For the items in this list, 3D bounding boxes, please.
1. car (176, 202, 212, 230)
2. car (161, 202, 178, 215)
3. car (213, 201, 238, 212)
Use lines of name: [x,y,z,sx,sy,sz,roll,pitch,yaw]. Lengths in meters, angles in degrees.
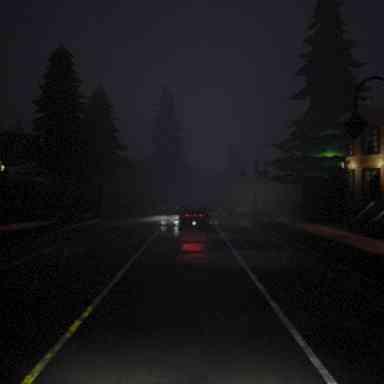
car: [0.200,1.570,21.765,1.837,1.490,4.892,0,0,2]
car: [-1.624,1.705,35.226,1.895,1.301,4.718,0,0,16]
car: [4.213,1.722,40.660,1.895,1.301,4.718,0,0,23]
